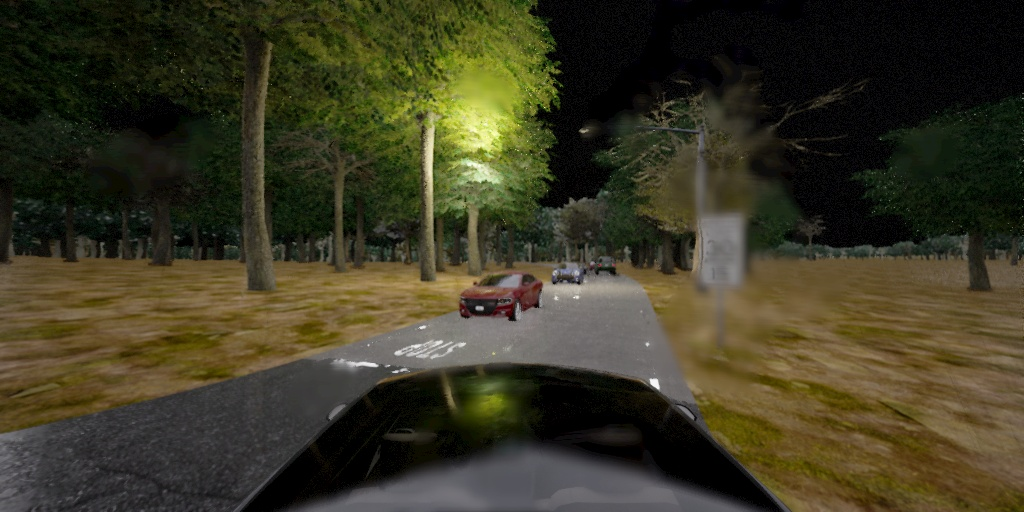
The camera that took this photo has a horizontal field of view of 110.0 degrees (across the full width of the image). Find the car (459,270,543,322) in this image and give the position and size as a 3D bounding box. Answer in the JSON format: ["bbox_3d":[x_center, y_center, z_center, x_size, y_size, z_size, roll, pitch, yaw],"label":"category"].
[{"bbox_3d":[-0.196,1.288,13.001,1.882,1.535,5.008,0,0,18],"label":"car"}]

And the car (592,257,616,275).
[{"bbox_3d":[10.915,1.143,42.231,2.150,2.045,5.566,0,0,10],"label":"car"}]

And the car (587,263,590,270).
[{"bbox_3d":[7.900,1.522,42.600,1.895,1.301,4.718,0,0,10],"label":"car"}]

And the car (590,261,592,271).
[{"bbox_3d":[12.208,1.431,52.651,1.812,1.442,4.674,-1,0,5],"label":"car"}]

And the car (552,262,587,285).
[{"bbox_3d":[4.367,1.240,27.620,2.097,1.767,4.553,0,0,15],"label":"car"}]
